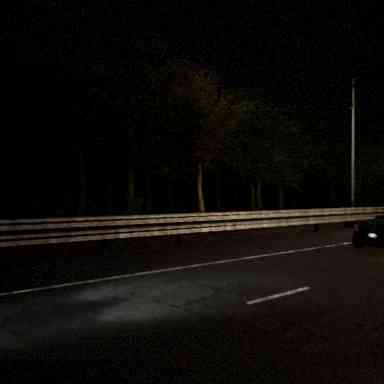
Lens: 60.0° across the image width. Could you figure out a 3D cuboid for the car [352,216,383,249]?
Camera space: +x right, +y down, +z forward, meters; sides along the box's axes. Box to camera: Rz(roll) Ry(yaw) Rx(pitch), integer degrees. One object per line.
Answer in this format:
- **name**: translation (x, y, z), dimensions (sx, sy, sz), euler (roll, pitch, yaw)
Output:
- **car**: translation (8.767, 1.711, 14.325), dimensions (4.181, 1.385, 1.994), euler (1, 0, -36)
